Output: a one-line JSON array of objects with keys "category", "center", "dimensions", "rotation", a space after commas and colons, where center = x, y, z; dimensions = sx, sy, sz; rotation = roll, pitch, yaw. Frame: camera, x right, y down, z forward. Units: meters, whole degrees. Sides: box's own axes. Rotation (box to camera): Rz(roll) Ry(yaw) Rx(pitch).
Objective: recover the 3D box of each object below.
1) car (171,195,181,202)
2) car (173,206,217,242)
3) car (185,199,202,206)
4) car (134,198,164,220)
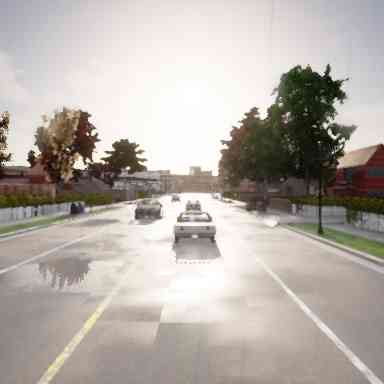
[{"category": "car", "center": [-3.371, 1.340, 70.146], "dimensions": [1.837, 1.490, 4.892], "rotation": [0, 0, 0]}, {"category": "car", "center": [0.128, 1.599, 16.416], "dimensions": [1.895, 1.301, 4.718], "rotation": [0, 0, 0]}, {"category": "car", "center": [0.162, 1.541, 37.256], "dimensions": [2.033, 1.411, 5.357], "rotation": [0, 0, 0]}, {"category": "car", "center": [-3.545, 1.347, 28.074], "dimensions": [2.097, 1.767, 4.553], "rotation": [0, 0, 0]}]
